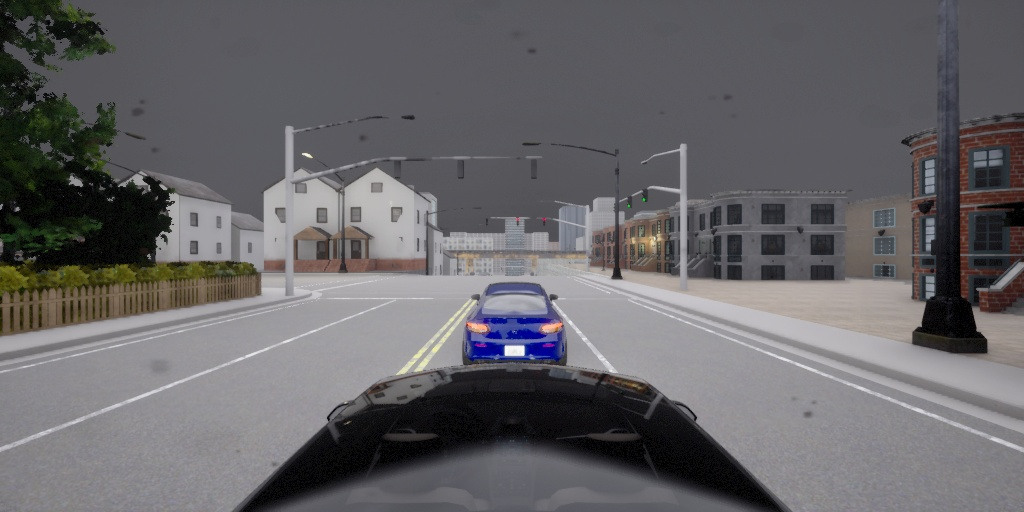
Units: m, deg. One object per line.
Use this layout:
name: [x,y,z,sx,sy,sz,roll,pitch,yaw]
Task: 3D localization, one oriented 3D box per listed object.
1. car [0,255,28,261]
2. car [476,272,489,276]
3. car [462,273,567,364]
car: [-44.713,0.971,30.667,5.566,2.045,2.150,0,0,0]
car: [-3.604,2.929,47.213,2.097,1.767,4.553,-1,-13,0]
car: [0.059,1.276,7.753,1.812,1.442,4.674,0,0,0]
